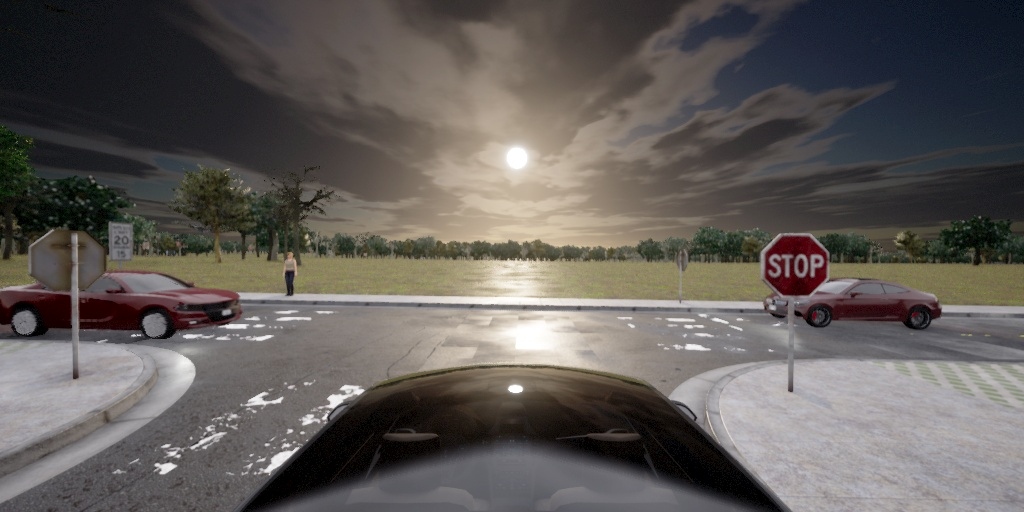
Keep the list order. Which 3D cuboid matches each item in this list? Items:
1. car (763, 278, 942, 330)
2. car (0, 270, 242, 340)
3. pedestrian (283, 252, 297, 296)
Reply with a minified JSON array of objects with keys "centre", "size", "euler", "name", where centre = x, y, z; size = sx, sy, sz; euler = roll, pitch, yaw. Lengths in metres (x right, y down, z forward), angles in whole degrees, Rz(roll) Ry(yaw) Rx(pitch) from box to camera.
[{"centre":[10.661,1.425,11.394],"size":[4.674,1.442,1.812],"euler":[1,0,2],"name":"car"},{"centre":[-9.646,1.105,9.066],"size":[5.008,1.535,1.882],"euler":[1,0,2],"name":"car"},{"centre":[-9.240,0.744,14.920],"size":[0.375,1.860,0.375],"euler":[0,-1,2],"name":"pedestrian"}]
